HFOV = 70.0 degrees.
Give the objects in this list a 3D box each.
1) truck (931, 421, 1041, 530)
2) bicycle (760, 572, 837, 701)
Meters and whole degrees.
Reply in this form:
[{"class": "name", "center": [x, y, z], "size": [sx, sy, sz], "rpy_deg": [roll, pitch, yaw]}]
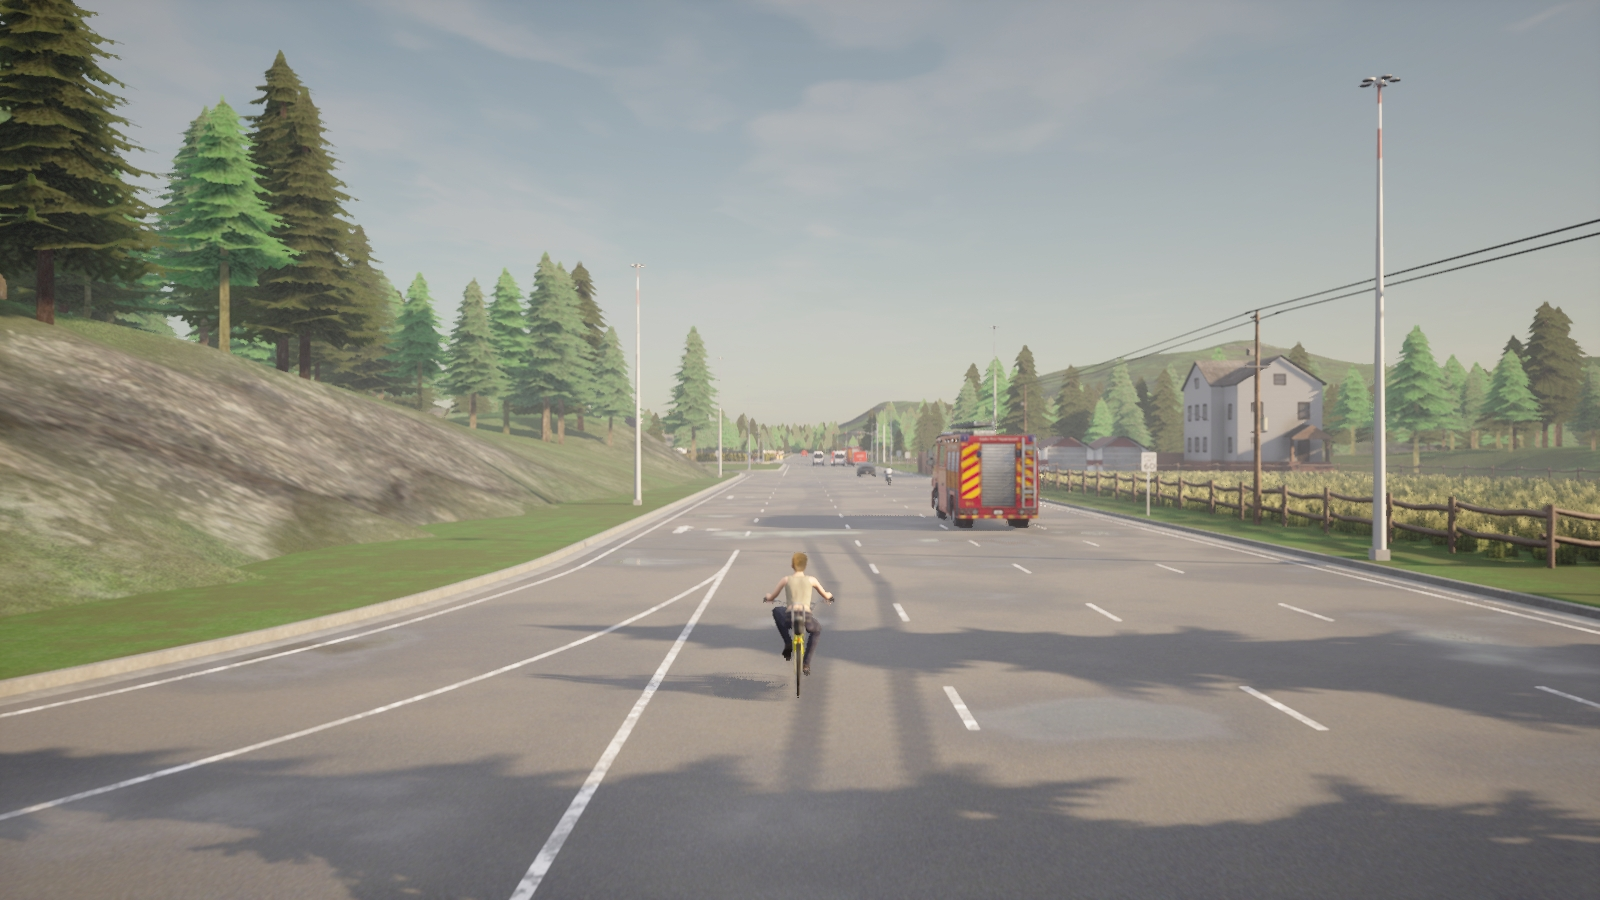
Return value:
[{"class": "truck", "center": [6.989, 0.895, 44.278], "size": [2.891, 3.827, 8.468], "rpy_deg": [0, 0, 0]}, {"class": "bicycle", "center": [-0.014, 2.159, 13.475], "size": [0.859, 1.276, 1.487], "rpy_deg": [0, 0, 0]}]
